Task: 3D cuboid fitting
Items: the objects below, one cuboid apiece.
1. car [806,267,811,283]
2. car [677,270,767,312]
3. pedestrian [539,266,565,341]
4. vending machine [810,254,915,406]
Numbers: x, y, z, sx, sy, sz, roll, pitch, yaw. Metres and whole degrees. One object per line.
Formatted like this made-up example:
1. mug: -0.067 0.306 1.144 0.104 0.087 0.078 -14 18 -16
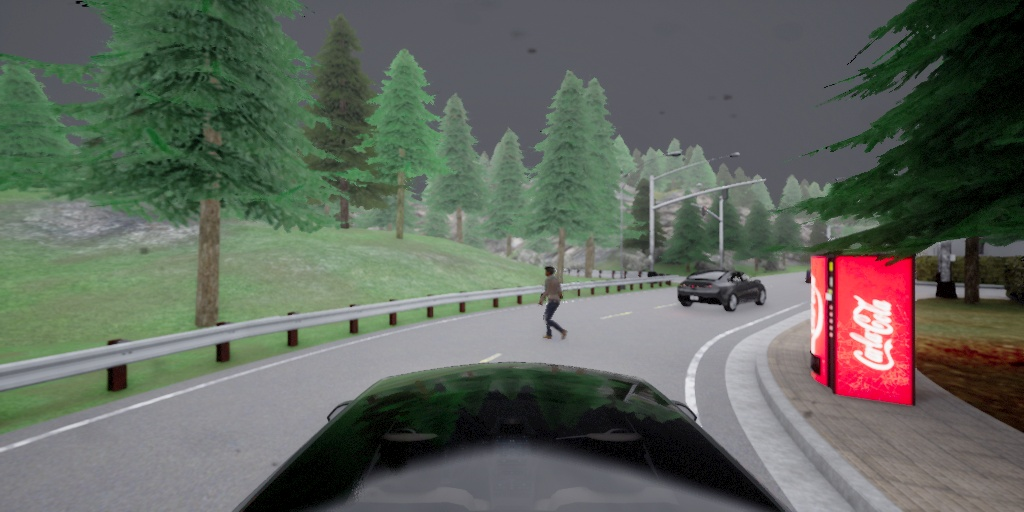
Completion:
1. car: 25.370 1.221 28.859 4.553 1.767 2.097 0 0 -42
2. car: 8.611 1.303 14.605 4.892 1.490 1.837 0 0 -37
3. pedestrian: 0.960 1.065 8.539 0.375 1.860 0.375 0 0 33
4. vending machine: 4.937 0.960 5.114 1.100 2.100 0.880 0 0 30
